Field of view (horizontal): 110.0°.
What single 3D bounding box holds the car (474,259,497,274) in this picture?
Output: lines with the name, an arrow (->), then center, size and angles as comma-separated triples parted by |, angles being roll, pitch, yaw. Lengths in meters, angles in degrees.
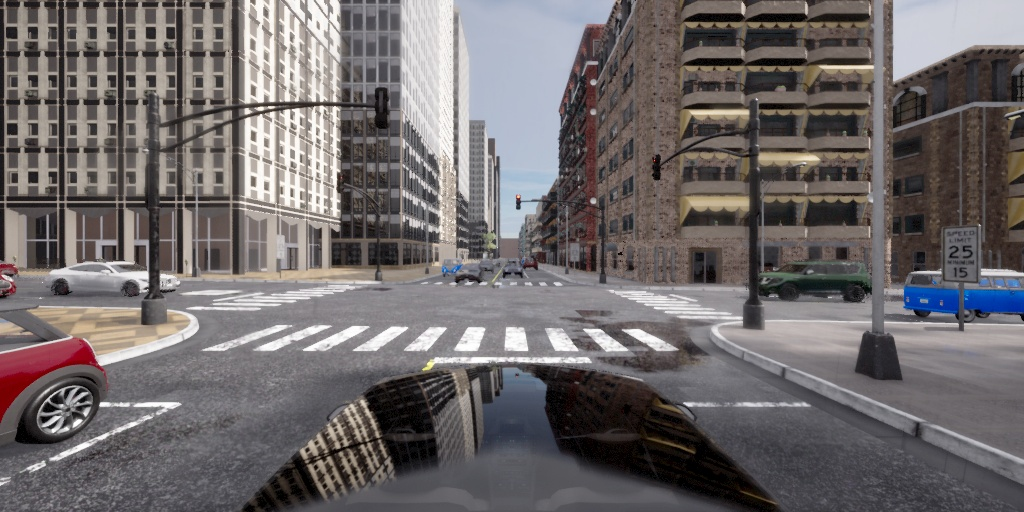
car -> -3.122, 1.323, 41.947 | 1.994, 1.385, 4.181 | 0, 0, 0

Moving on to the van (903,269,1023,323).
van -> 16.905, 1.453, 13.099 | 3.998, 1.789, 1.690 | 0, 0, 0

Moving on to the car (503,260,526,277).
car -> 0.084, 1.357, 35.576 | 1.895, 1.301, 4.718 | 0, 0, 0

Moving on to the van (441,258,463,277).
van -> -5.710, 1.097, 34.843 | 1.690, 1.789, 3.998 | 0, 0, 0

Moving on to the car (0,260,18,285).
car -> -21.154, 0.818, 13.128 | 4.097, 1.591, 1.967 | 0, 0, 0

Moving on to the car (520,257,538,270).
car -> 2.661, 1.079, 51.502 | 2.192, 1.841, 5.009 | 0, 0, 0

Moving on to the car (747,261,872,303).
car -> 15.710, 1.301, 19.021 | 5.566, 2.045, 2.150 | 1, 0, 0

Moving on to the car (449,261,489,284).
car -> -3.110, 1.296, 27.277 | 2.033, 1.411, 5.357 | 0, 0, 0

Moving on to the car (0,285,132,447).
car -> -5.691, 1.190, 2.369 | 1.967, 1.591, 4.097 | 0, 0, 0

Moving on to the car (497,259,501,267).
car -> -3.071, 1.264, 64.350 | 2.128, 1.511, 4.902 | 0, 0, 0

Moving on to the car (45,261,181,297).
car -> -17.398, 0.973, 15.724 | 4.674, 1.442, 1.812 | 1, 0, -1
